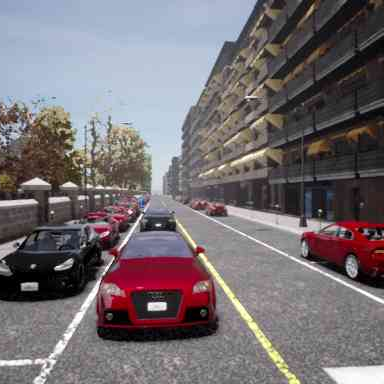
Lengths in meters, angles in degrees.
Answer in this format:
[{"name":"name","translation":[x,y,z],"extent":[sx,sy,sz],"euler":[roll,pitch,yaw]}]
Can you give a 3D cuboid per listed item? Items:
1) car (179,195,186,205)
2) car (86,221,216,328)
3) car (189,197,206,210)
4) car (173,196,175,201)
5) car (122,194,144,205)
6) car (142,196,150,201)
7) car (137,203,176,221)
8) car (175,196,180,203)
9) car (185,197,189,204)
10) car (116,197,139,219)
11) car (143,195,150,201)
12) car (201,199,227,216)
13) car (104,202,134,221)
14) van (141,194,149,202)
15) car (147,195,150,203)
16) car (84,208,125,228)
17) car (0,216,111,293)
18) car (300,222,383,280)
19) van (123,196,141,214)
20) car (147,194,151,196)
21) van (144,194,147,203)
[{"name":"car","translation":[-0.710,1.628,60.243],"extent":[1.947,1.339,4.313],"euler":[0,0,-6]},{"name":"car","translation":[-0.740,1.564,7.052],"extent":[1.994,1.385,4.181],"euler":[0,0,-6]},{"name":"car","translation":[1.118,1.476,43.450],"extent":[1.967,1.590,4.097],"euler":[0,0,-6]},{"name":"car","translation":[-3.165,1.636,82.800],"extent":[1.752,1.417,4.829],"euler":[0,0,-6]},{"name":"car","translation":[-5.994,1.334,31.348],"extent":[2.192,1.841,5.009],"euler":[0,0,-6]},{"name":"car","translation":[-12.088,1.706,87.320],"extent":[1.802,1.307,4.206],"euler":[0,0,-6]},{"name":"car","translation":[-1.996,1.567,19.535],"extent":[1.994,1.385,4.181],"euler":[0,0,-6]},{"name":"car","translation":[-1.928,1.524,71.436],"extent":[1.967,1.590,4.097],"euler":[0,0,-6]},{"name":"car","translation":[0.509,1.626,49.048],"extent":[1.802,1.307,4.206],"euler":[0,0,-6]},{"name":"car","translation":[-5.384,1.450,25.750],"extent":[1.967,1.590,4.097],"euler":[0,0,-6]},{"name":"car","translation":[-12.697,1.684,92.918],"extent":[1.887,1.381,4.507],"euler":[0,0,-6]},{"name":"car","translation":[2.337,1.601,32.255],"extent":[1.802,1.307,4.206],"euler":[0,0,-6]},{"name":"car","translation":[-4.775,1.548,20.155],"extent":[1.887,1.381,4.507],"euler":[0,0,-6]},{"name":"van","translation":[-11.478,1.451,81.723],"extent":[1.690,1.788,3.998],"euler":[0,0,-6]},{"name":"car","translation":[-9.041,1.628,59.335],"extent":[1.947,1.339,4.313],"euler":[0,0,-6]},{"name":"car","translation":[-4.166,1.583,14.560],"extent":[1.802,1.307,4.206],"euler":[0,0,-6]},{"name":"car","translation":[-3.556,1.566,8.963],"extent":[1.947,1.339,4.313],"euler":[0,0,-6]},{"name":"car","translation":[4.775,1.546,9.869],"extent":[1.887,1.381,4.507],"euler":[0,0,-6]},{"name":"van","translation":[-6.603,1.368,36.946],"extent":[1.690,1.788,3.998],"euler":[0,0,-6]},{"name":"car","translation":[-10.259,1.399,70.529],"extent":[2.192,1.841,5.009],"euler":[0,0,-6]},{"name":"van","translation":[-7.822,1.385,48.141],"extent":[1.690,1.788,3.998],"euler":[0,0,-6]}]
